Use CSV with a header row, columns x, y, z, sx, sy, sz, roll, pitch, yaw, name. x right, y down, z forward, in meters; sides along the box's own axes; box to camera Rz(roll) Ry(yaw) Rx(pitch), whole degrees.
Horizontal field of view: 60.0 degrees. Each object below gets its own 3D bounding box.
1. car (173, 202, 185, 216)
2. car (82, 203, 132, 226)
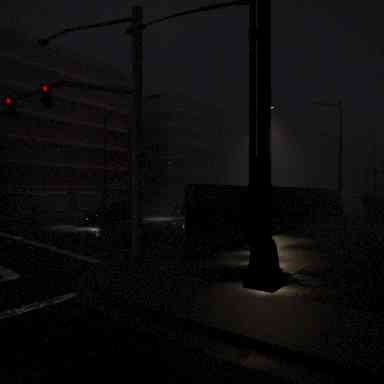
x,y,z,sx,sy,sz,roll,pitch,yaw,name
0.168,1.491,32.167,2.128,1.511,4.902,0,0,35,car
-5.616,1.526,23.898,1.812,1.442,4.674,0,0,35,car
